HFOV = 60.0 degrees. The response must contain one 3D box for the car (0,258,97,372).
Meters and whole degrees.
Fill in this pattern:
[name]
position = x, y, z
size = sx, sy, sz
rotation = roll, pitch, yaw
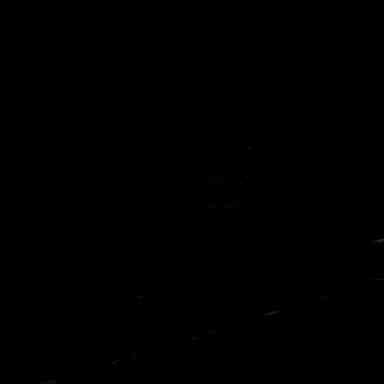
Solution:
[car]
position = -3.489, 1.545, 4.074
size = 4.507, 1.381, 1.887
rotation = 0, 0, -35
